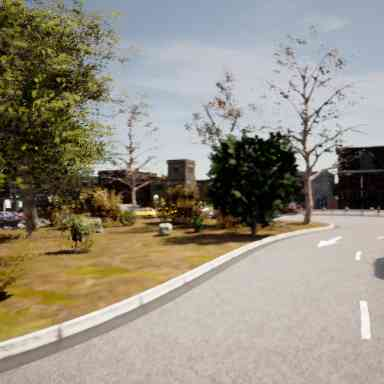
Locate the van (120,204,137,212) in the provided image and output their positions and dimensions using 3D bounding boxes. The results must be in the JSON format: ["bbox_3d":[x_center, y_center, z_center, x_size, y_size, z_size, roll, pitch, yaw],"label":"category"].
[{"bbox_3d":[-8.484,2.609,43.862,1.878,1.987,4.442,-3,-2,28],"label":"van"}]

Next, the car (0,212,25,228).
[{"bbox_3d":[-21.776,3.513,38.622,1.837,1.490,4.892,-1,-2,30],"label":"car"}]

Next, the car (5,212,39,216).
[{"bbox_3d":[-26.902,3.993,53.424,2.002,1.452,4.674,-4,-3,28],"label":"car"}]

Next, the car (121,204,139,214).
[{"bbox_3d":[-6.145,2.706,42.290,1.946,1.575,5.366,-3,-2,28],"label":"car"}]

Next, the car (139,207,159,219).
[{"bbox_3d":[-3.791,2.597,41.054,1.946,1.575,5.366,-2,-2,28],"label":"car"}]

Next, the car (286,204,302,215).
[{"bbox_3d":[13.763,2.196,45.907,2.185,1.767,4.553,-2,-2,27],"label":"car"}]
